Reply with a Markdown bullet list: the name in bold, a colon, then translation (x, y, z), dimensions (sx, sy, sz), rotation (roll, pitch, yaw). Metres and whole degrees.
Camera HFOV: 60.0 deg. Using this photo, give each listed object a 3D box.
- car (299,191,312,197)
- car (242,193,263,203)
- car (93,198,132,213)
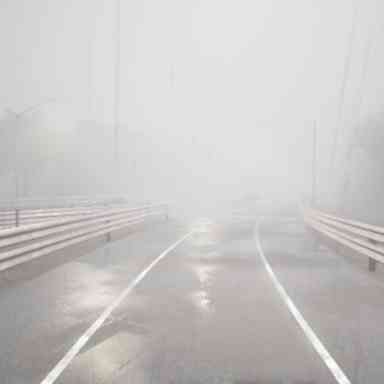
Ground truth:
- **car**: translation (25.154, 0.445, 73.090), dimensions (1.895, 1.301, 4.718), rotation (1, 2, 37)
- **car**: translation (9.563, 0.858, 52.248), dimensions (1.812, 1.442, 4.674), rotation (1, 2, 37)
- **car**: translation (-6.693, 1.310, 30.515), dimensions (1.882, 1.535, 5.008), rotation (1, 2, 37)
